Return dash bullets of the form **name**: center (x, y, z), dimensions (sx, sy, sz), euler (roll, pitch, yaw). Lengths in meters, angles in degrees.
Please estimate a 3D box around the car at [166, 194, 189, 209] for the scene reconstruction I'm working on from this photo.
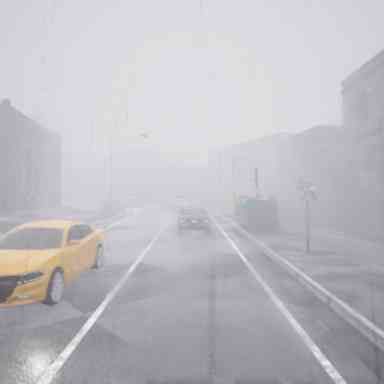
- **car**: center (-1.776, 1.210, 41.358), dimensions (2.150, 2.045, 5.566), euler (1, 0, -13)

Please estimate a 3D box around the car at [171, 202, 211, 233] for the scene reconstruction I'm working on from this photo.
- **car**: center (0.093, 1.539, 19.354), dimensions (2.033, 1.411, 5.357), euler (0, 0, 0)

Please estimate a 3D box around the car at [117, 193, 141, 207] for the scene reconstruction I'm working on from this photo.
- **car**: center (-9.825, 1.158, 51.529), dimensions (2.150, 2.045, 5.566), euler (1, 0, -30)

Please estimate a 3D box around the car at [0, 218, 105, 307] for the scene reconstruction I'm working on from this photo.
- **car**: center (-3.605, 1.474, 8.241), dimensions (1.882, 1.535, 5.008), euler (0, 0, 0)
